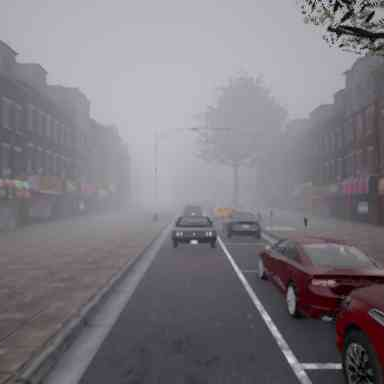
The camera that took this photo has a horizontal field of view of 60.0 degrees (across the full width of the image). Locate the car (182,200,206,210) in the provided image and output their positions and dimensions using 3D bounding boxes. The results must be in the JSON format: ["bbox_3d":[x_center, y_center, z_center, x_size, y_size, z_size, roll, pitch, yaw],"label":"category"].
[{"bbox_3d":[0.094,1.813,32.915,1.837,1.490,4.892,0,0,0],"label":"car"}]

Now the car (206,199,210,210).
[{"bbox_3d":[3.017,1.860,38.685,1.837,1.490,4.892,0,0,0],"label":"car"}]

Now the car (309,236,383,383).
[{"bbox_3d":[2.666,1.338,1.810,2.192,1.841,5.009,2,-1,0],"label":"car"}]

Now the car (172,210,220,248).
[{"bbox_3d":[0.096,1.770,15.821,1.895,1.301,4.718,0,0,0],"label":"car"}]

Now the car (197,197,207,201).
[{"bbox_3d":[2.657,2.093,68.461,1.967,1.590,4.097,2,-1,0],"label":"car"}]

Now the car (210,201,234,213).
[{"bbox_3d":[3.012,1.776,31.682,1.882,1.535,5.008,0,0,0],"label":"car"}]

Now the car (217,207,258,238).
[{"bbox_3d":[2.660,1.759,18.476,1.947,1.339,4.313,2,0,0],"label":"car"}]

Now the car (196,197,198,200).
[{"bbox_3d":[2.649,2.563,95.205,1.947,1.339,4.313,1,-1,0],"label":"car"}]

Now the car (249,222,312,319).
[{"bbox_3d":[2.660,1.631,7.365,1.887,1.381,4.507,2,-1,0],"label":"car"}]
